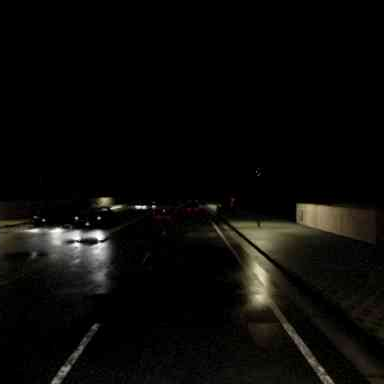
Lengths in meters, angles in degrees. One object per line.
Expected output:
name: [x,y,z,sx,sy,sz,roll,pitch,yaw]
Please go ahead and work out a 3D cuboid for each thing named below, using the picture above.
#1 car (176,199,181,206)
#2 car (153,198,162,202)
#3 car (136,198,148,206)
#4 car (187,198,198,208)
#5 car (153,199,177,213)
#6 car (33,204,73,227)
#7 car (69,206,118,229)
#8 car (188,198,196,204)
car: [-3.157,2.023,64.771,1.895,1.301,4.718,0,0,0]
car: [-6.516,1.918,64.922,1.837,1.490,4.892,0,0,0]
car: [-9.764,1.923,65.285,2.128,1.511,4.902,0,0,0]
car: [0.094,1.860,57.037,2.128,1.511,4.902,0,0,0]
car: [-3.155,1.853,39.968,1.895,1.301,4.718,0,0,0]
car: [-9.849,1.656,24.489,1.837,1.490,4.892,0,0,0]
car: [-6.600,1.744,23.227,1.895,1.301,4.718,0,0,0]
car: [-0.008,2.036,77.913,1.812,1.442,4.674,0,0,0]
